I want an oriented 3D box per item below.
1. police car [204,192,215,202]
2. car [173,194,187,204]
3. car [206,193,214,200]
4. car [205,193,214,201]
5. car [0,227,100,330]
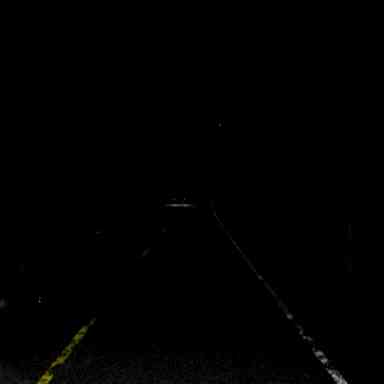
[{"bbox_3d":[3.395,1.172,68.250,1.930,1.638,5.238,0,0,4],"label":"police car"},{"bbox_3d":[-1.983,1.155,56.110,2.097,1.767,4.553,0,0,4],"label":"car"},{"bbox_3d":[4.645,1.147,84.043,1.882,1.535,5.008,0,0,5],"label":"car"},{"bbox_3d":[4.157,1.154,78.272,1.801,1.575,5.366,0,0,5],"label":"car"},{"bbox_3d":[-3.575,1.527,7.370,2.033,1.411,5.357,0,0,0],"label":"car"}]
